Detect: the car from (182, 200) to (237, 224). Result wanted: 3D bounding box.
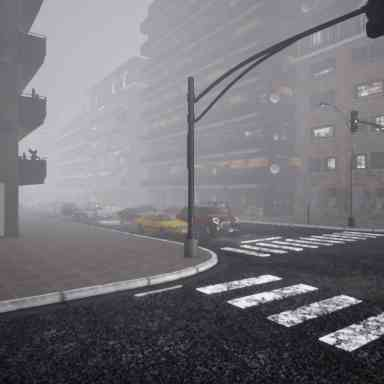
[{"bbox_3d":[1.432,1.713,29.608,2.192,1.841,5.009,-1,0,-36],"label":"car"}]

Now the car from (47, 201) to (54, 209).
[{"bbox_3d":[-28.552,2.623,70.827,2.192,1.841,5.009,-1,0,-36],"label":"car"}]

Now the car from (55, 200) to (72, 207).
[{"bbox_3d":[-20.897,2.374,55.986,2.097,1.767,4.553,0,-1,-36],"label":"car"}]

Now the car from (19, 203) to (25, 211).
[{"bbox_3d":[-31.929,2.770,61.288,1.887,1.381,4.507,-1,0,-36],"label":"car"}]

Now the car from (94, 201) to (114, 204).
[{"bbox_3d":[-12.431,2.290,49.534,1.801,1.575,5.366,0,-1,-36],"label":"car"}]

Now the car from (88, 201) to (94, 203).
[{"bbox_3d":[-16.451,2.307,54.996,2.097,1.767,4.553,0,-1,-36],"label":"car"}]

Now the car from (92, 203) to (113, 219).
[{"bbox_3d":[-10.293,2.228,35.982,1.895,1.301,4.718,0,-1,-36],"label":"car"}]

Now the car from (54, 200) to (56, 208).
[{"bbox_3d":[-25.220,2.524,66.246,2.192,1.841,5.009,-1,0,-36],"label":"car"}]

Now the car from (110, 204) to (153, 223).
[{"bbox_3d":[-4.699,2.003,28.280,2.033,1.411,5.357,0,-1,-36],"label":"car"}]

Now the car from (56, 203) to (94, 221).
[{"bbox_3d":[-11.938,2.163,33.808,1.887,1.381,4.507,-1,0,-36],"label":"car"}]

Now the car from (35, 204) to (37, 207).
[{"bbox_3d":[-38.536,3.168,84.569,1.947,1.339,4.313,-1,0,-36],"label":"car"}]

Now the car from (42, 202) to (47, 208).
[{"bbox_3d":[-31.877,2.973,75.406,1.947,1.339,4.313,-1,0,-36],"label":"car"}]

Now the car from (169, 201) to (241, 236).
[{"bbox_3d":[0.885,1.635,20.617,2.097,1.767,4.553,0,-1,-36],"label":"car"}]

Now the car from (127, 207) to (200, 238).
[{"bbox_3d":[-1.844,1.833,19.930,1.752,1.417,4.829,-1,0,-36],"label":"car"}]

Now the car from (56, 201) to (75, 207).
[{"bbox_3d":[-16.164,2.333,44.110,1.812,1.442,4.674,0,-1,-36],"label":"car"}]

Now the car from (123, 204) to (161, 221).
[{"bbox_3d":[-5.316,2.052,34.569,1.837,1.490,4.892,0,-1,-36],"label":"car"}]

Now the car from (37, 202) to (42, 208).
[{"bbox_3d":[-35.210,3.050,79.986,1.887,1.381,4.507,-1,0,-36],"label":"car"}]
